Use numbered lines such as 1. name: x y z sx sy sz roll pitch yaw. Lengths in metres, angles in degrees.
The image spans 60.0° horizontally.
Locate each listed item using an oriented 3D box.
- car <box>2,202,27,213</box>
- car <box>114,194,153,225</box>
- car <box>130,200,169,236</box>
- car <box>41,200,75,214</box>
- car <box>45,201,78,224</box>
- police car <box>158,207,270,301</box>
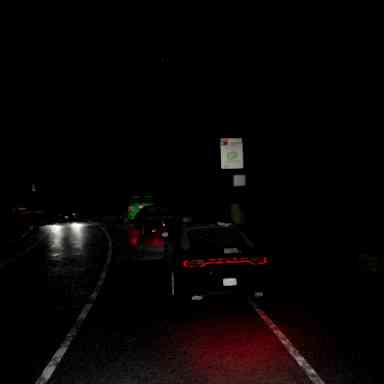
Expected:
1. car: -27.541 2.351 51.560 4.892 1.490 1.837 -3 2 34
2. car: -4.254 1.213 24.479 2.150 2.045 5.566 -2 0 -23
3. car: -2.046 1.448 18.580 1.882 1.535 5.008 -2 0 -18
4. car: -17.035 1.861 42.275 4.902 1.511 2.128 -2 2 45
5. car: -10.714 1.718 27.361 1.837 1.490 4.892 -2 0 -29
6. police car: 0.299 1.403 8.513 1.930 1.638 5.238 -1 0 -8
